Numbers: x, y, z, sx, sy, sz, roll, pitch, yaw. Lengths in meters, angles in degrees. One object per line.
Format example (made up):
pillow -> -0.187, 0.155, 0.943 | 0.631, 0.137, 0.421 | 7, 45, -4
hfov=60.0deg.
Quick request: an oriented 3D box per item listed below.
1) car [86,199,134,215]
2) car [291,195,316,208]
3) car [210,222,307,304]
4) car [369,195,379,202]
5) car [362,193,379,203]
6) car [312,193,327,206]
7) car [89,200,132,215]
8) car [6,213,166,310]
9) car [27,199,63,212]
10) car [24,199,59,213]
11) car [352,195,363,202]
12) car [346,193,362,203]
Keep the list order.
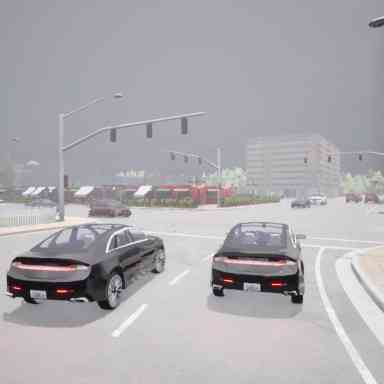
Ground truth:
car -> -8.654, 1.548, 35.055 | 4.902, 1.511, 2.128 | 0, 0, 32
car -> 15.581, 1.547, 47.301 | 2.033, 1.411, 5.357 | 0, 0, 32
car -> 1.764, 1.492, 8.294 | 2.128, 1.511, 4.902 | 0, 0, 16
car -> 42.319, 1.524, 77.306 | 1.812, 1.442, 4.674 | 0, 0, 32
car -> 36.783, 1.225, 68.284 | 2.150, 2.045, 5.566 | 0, 0, 32
car -> 21.587, 1.223, 57.043 | 2.150, 2.045, 5.566 | 0, 0, 32
car -> -7.383, 1.620, 29.917 | 4.181, 1.385, 1.994 | 0, 0, 36
car -> -2.053, 1.492, 7.909 | 2.128, 1.511, 4.902 | 0, 0, 12
car -> -18.138, 1.581, 40.962 | 4.674, 1.442, 1.812 | 0, 0, 32
car -> -16.112, 1.619, 35.576 | 4.181, 1.385, 1.994 | 0, 0, 33
car -> 39.554, 1.540, 79.492 | 2.033, 1.411, 5.357 | 0, 0, 32
car -> 33.993, 1.225, 70.429 | 2.150, 2.045, 5.566 | 0, 0, 32
